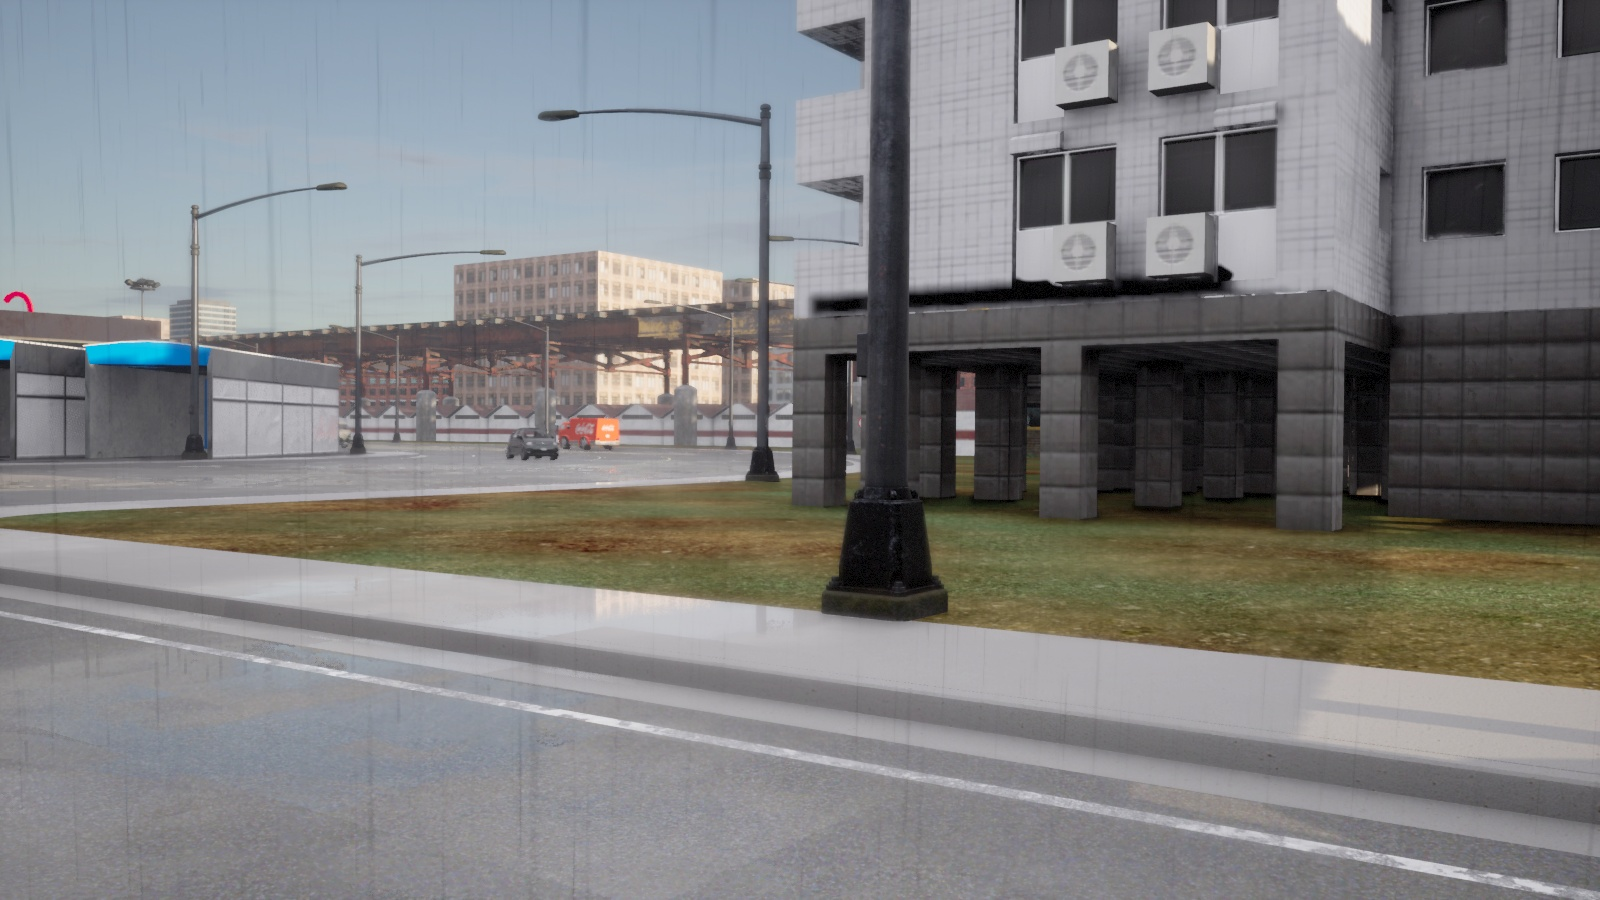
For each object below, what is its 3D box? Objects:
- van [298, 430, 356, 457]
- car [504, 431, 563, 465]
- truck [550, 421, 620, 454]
[{"bbox_3d":[-34.975,-0.466,92.795,4.442,1.987,1.775,0,1,34],"label":"van"},{"bbox_3d":[-13.404,-0.110,63.046,1.851,1.617,3.988,-1,1,-28],"label":"car"},{"bbox_3d":[-16.583,-0.923,96.736,5.204,2.467,2.627,0,0,42],"label":"truck"}]
